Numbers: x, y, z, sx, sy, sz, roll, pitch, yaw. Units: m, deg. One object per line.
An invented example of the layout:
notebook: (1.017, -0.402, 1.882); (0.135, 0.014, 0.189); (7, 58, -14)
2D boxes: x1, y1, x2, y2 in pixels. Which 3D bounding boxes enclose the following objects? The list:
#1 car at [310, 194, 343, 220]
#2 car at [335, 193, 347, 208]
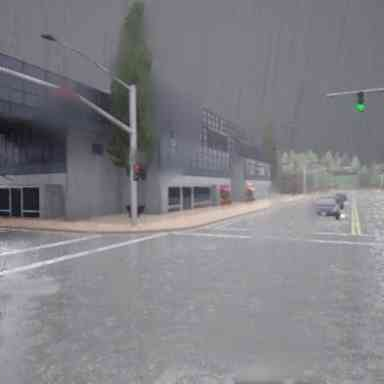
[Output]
car: (9.657, 1.118, 23.955); (1.812, 1.442, 4.674); (0, 1, 26)
car: (14.305, 1.022, 33.596); (1.895, 1.301, 4.718); (0, 1, 26)
